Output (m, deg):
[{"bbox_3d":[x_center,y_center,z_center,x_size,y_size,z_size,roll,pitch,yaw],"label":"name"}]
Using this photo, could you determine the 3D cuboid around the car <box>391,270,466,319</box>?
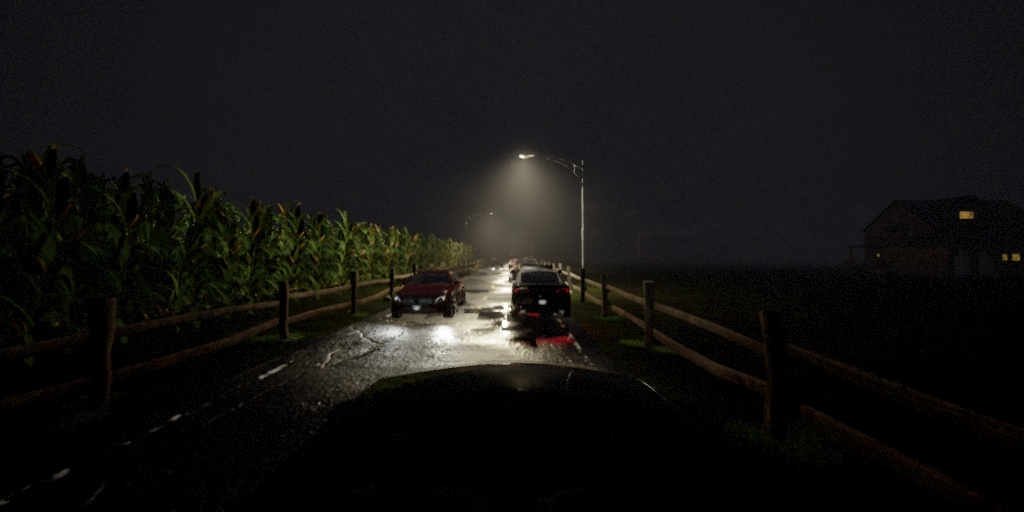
[{"bbox_3d":[-2.760,1.232,12.761,1.812,1.442,4.674,0,0,1],"label":"car"}]

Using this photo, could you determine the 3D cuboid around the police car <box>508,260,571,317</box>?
[{"bbox_3d":[0.917,1.131,13.072,1.930,1.638,5.238,0,0,0],"label":"police car"}]

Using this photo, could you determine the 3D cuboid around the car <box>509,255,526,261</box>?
[{"bbox_3d":[1.050,0.996,28.931,2.097,1.767,4.553,0,0,0],"label":"car"}]

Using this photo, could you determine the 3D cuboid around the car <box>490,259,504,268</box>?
[{"bbox_3d":[-2.347,1.135,57.220,1.994,1.385,4.181,0,0,1],"label":"car"}]

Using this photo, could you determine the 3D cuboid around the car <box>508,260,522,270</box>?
[{"bbox_3d":[0.452,1.183,50.851,1.895,1.301,4.718,0,0,1],"label":"car"}]
